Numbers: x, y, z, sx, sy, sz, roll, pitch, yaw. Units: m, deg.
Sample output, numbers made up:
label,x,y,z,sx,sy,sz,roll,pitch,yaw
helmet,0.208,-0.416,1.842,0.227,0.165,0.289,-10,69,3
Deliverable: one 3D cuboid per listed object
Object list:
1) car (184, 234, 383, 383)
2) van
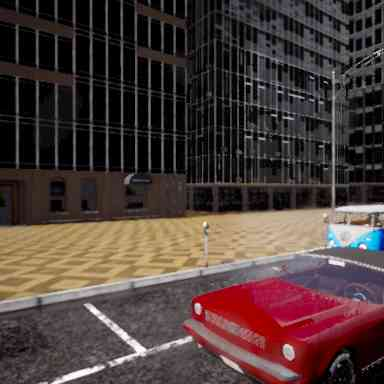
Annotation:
label,x,y,z,sx,sy,sz,roll,pitch,yaw
car,2.239,1.595,4.977,4.718,1.301,1.895,0,0,-35
van,6.109,1.327,10.917,3.998,1.788,1.690,0,0,-35
